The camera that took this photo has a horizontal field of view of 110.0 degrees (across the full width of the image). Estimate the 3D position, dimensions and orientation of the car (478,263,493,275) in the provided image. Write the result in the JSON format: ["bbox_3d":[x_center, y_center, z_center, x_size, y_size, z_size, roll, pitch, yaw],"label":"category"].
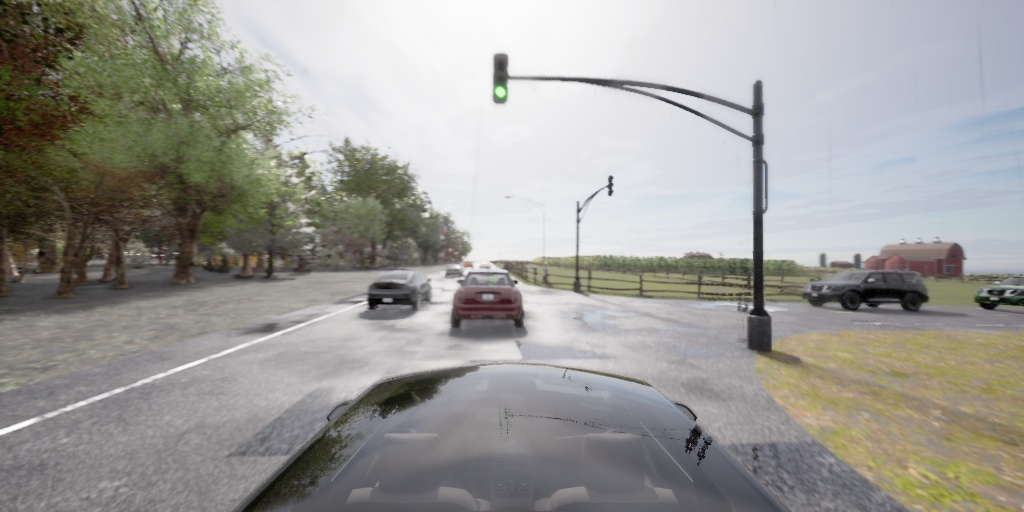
[{"bbox_3d":[-3.483,1.747,47.530,1.812,1.442,4.674,1,-1,-4],"label":"car"}]

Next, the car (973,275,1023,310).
[{"bbox_3d":[28.880,2.044,19.621,5.566,2.045,2.150,2,-2,-4],"label":"car"}]

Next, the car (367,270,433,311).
[{"bbox_3d":[-4.552,1.335,15.030,1.837,1.490,4.892,1,-1,-4],"label":"car"}]

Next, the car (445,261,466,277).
[{"bbox_3d":[-6.476,1.640,40.655,2.033,1.411,5.357,1,-1,-4],"label":"car"}]

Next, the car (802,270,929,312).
[{"bbox_3d":[18.531,1.750,18.897,5.566,2.045,2.150,2,-2,-4],"label":"car"}]

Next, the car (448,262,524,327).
[{"bbox_3d":[-0.828,1.211,12.220,2.097,1.767,4.553,1,-1,-4],"label":"car"}]
